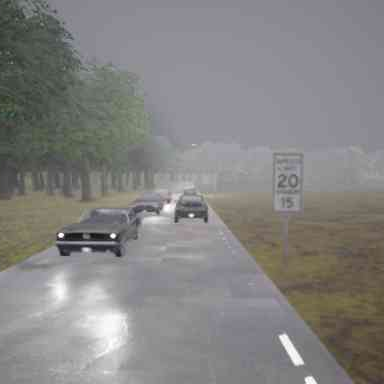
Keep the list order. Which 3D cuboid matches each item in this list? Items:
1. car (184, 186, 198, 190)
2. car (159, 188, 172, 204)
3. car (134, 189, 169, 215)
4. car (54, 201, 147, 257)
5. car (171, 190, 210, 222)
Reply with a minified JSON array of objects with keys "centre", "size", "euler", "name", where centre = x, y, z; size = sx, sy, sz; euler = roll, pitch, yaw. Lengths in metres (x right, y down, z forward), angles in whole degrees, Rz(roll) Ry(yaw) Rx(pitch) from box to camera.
[{"centre":[-0.240,-0.072,46.955],"size":[2.128,1.511,4.902],"euler":[1,2,0],"name":"car"},{"centre":[-3.058,0.363,34.384],"size":[1.812,1.442,4.674],"euler":[1,2,0],"name":"car"},{"centre":[-3.002,0.742,23.782],"size":[2.033,1.411,5.357],"euler":[1,2,-1],"name":"car"},{"centre":[-2.919,1.214,11.362],"size":[1.895,1.301,4.718],"euler":[1,2,0],"name":"car"},{"centre":[-0.041,0.873,19.633],"size":[1.837,1.490,4.892],"euler":[1,2,0],"name":"car"}]
